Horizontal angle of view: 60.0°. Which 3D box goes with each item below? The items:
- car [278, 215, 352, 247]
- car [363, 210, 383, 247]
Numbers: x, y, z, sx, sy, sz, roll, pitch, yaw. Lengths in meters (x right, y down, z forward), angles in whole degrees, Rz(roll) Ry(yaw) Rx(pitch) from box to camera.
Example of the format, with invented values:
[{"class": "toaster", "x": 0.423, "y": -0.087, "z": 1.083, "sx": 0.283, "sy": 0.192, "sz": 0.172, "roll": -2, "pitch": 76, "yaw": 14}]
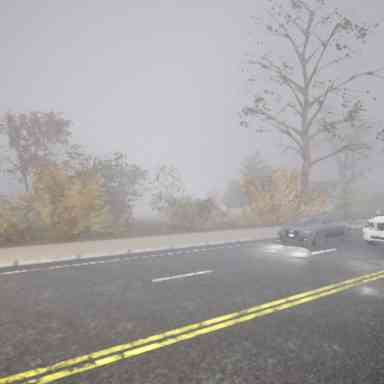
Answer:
[{"class": "car", "x": 6.160, "y": 1.834, "z": 16.553, "sx": 4.181, "sy": 1.385, "sz": 1.994, "roll": 1, "pitch": -1, "yaw": -38}, {"class": "car", "x": 10.243, "y": 1.506, "z": 15.603, "sx": 5.566, "sy": 2.045, "sz": 2.150, "roll": 1, "pitch": -1, "yaw": -38}]
